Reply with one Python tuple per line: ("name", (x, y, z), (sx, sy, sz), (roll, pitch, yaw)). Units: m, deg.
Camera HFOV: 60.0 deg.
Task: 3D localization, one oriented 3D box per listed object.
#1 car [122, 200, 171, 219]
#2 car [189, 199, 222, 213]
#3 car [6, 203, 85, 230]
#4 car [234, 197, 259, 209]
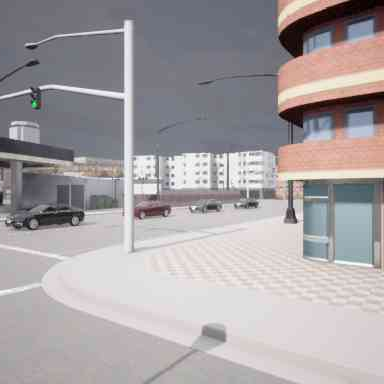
("car", (-3.866, 1.478, 29.011), (1.882, 1.535, 5.008), (0, 0, 34))
("car", (1.553, 1.491, 36.858), (2.128, 1.511, 4.902), (0, 0, 35))
("car", (-9.191, 1.505, 21.231), (1.837, 1.490, 4.892), (0, 0, 34))
("car", (7.462, 1.491, 45.384), (2.128, 1.511, 4.902), (0, 0, 35))
